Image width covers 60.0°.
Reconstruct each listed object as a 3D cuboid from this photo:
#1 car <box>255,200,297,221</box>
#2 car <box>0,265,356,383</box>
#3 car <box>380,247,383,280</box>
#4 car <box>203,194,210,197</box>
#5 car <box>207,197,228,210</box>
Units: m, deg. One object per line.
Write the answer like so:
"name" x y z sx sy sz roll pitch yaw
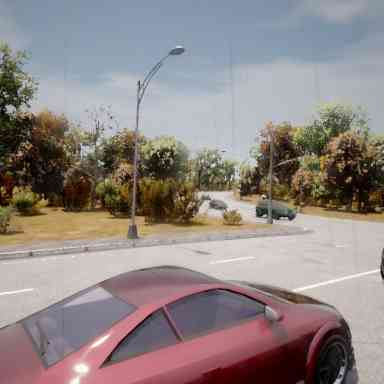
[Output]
"car" 9.216 2.013 37.106 2.150 2.045 5.566 3 -1 -22
"car" -0.028 1.572 3.727 4.181 1.385 1.994 0 0 -36
"car" 6.996 1.487 8.778 4.553 1.767 2.097 2 -1 -35
"car" 3.203 1.130 78.692 2.128 1.511 4.902 2 2 -1
"car" 4.082 2.023 51.744 1.837 1.490 4.892 3 1 -15
